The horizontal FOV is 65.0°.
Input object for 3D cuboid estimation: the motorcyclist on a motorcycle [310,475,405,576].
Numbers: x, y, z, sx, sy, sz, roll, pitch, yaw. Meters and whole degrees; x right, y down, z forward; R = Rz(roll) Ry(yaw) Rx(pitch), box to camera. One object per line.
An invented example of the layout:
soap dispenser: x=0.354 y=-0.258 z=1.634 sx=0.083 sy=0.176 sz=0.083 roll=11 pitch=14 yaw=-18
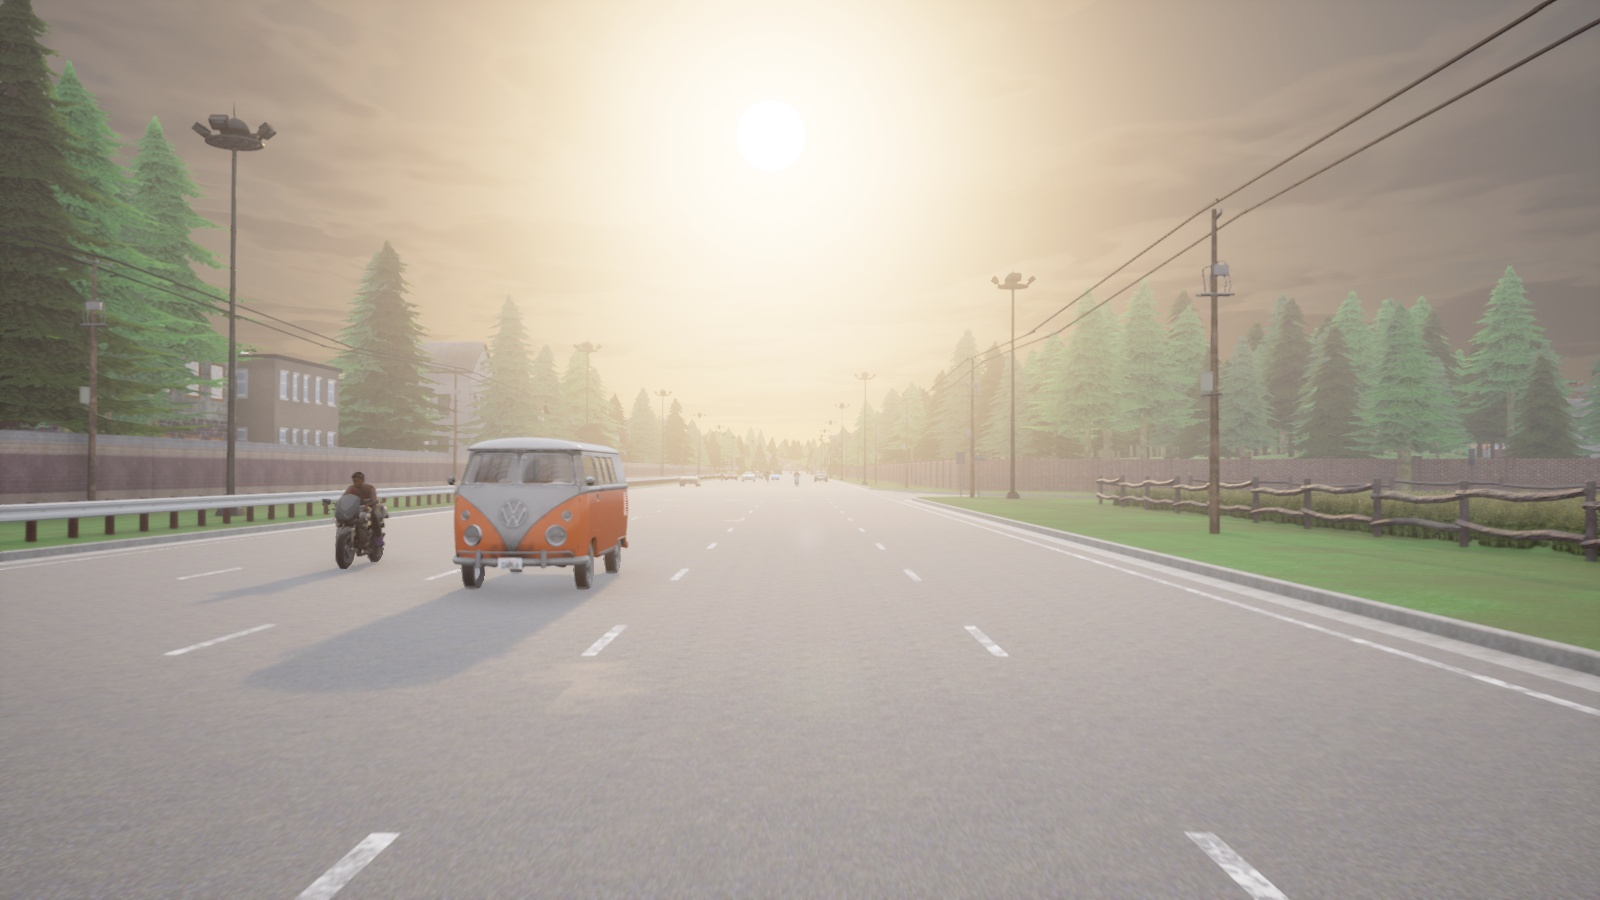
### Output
motorcyclist on a motorcycle: x=-7.048 y=1.161 z=20.104 sx=0.797 sy=1.523 sz=2.044 roll=0 pitch=-1 yaw=0

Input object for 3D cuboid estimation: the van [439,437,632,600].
van: x=-3.543 y=0.876 z=17.627 sx=1.775 sy=1.987 sz=4.442 roll=0 pitch=-1 yaw=0
